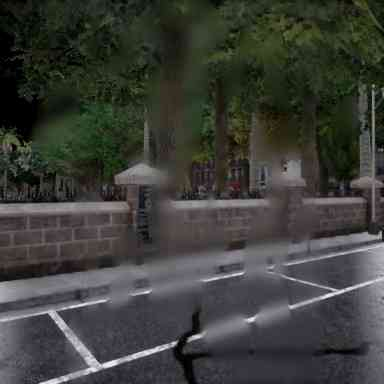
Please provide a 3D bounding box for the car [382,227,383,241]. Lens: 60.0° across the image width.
[{"bbox_3d":[9.754,1.309,13.498,5.009,1.841,2.192,0,0,-36],"label":"car"}]
